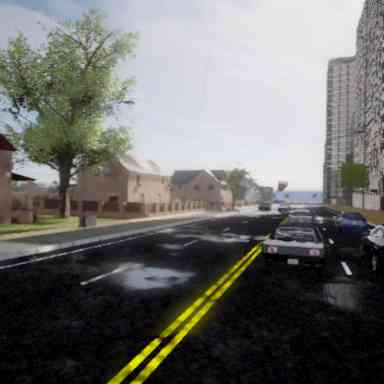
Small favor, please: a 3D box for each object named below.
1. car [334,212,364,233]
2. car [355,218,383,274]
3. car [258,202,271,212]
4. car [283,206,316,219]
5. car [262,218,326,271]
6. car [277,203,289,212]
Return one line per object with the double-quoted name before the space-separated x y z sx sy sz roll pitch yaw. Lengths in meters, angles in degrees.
"car" 11.236 2.102 23.687 2.033 1.411 5.357 1 -1 20
"car" 6.921 1.821 11.194 1.812 1.442 4.674 1 -1 19
"car" 12.600 2.538 57.589 1.882 1.535 5.008 1 -1 20
"car" 8.165 2.048 24.752 2.033 1.411 5.357 1 -1 20
"car" 3.769 1.837 12.033 1.895 1.301 4.718 1 -1 20
"car" 15.654 2.660 56.472 2.033 1.411 5.357 1 -1 20
